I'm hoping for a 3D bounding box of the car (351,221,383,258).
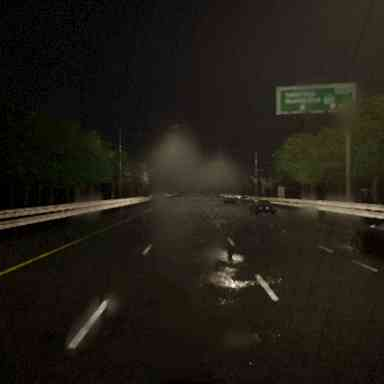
[{"bbox_3d":[7.007,1.568,10.907,1.994,1.385,4.181,0,0,0],"label":"car"}]

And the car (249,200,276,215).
[{"bbox_3d":[7.034,1.540,33.578,2.033,1.411,5.357,0,0,0],"label":"car"}]

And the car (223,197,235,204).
[{"bbox_3d":[7.073,1.552,63.597,1.994,1.385,4.181,0,0,0],"label":"car"}]
